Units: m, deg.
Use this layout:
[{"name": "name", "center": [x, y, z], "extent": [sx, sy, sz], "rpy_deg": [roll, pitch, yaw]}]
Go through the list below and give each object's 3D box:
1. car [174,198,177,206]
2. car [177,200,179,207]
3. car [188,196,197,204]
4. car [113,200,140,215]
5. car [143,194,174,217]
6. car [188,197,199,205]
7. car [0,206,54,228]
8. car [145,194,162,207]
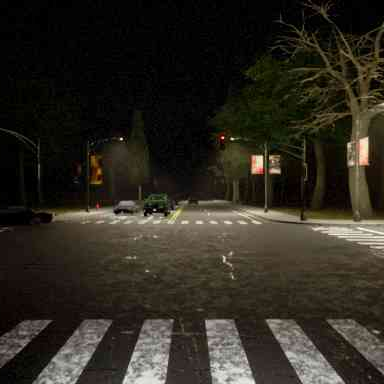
[{"name": "car", "center": [-3.260, 1.609, 41.694], "extent": [1.994, 1.385, 4.181], "rpy_deg": [0, 0, 0]}, {"name": "car", "center": [-3.219, 1.657, 55.759], "extent": [1.812, 1.442, 4.674], "rpy_deg": [0, 0, 0]}, {"name": "car", "center": [0.197, 1.740, 72.625], "extent": [1.882, 1.535, 5.008], "rpy_deg": [0, 0, 0]}, {"name": "car", "center": [-6.532, 1.568, 33.847], "extent": [2.033, 1.411, 5.357], "rpy_deg": [0, 0, 0]}, {"name": "car", "center": [-3.285, 1.240, 32.113], "extent": [2.150, 2.045, 5.566], "rpy_deg": [0, 0, 0]}, {"name": "car", "center": [0.228, 1.673, 62.258], "extent": [2.128, 1.511, 4.902], "rpy_deg": [0, 0, 0]}, {"name": "car", "center": [-11.062, 1.552, 20.248], "extent": [4.718, 1.301, 1.895], "rpy_deg": [0, 0, -29]}, {"name": "car", "center": [-6.463, 1.354, 56.476], "extent": [2.150, 2.045, 5.566], "rpy_deg": [0, 0, 1]}]
